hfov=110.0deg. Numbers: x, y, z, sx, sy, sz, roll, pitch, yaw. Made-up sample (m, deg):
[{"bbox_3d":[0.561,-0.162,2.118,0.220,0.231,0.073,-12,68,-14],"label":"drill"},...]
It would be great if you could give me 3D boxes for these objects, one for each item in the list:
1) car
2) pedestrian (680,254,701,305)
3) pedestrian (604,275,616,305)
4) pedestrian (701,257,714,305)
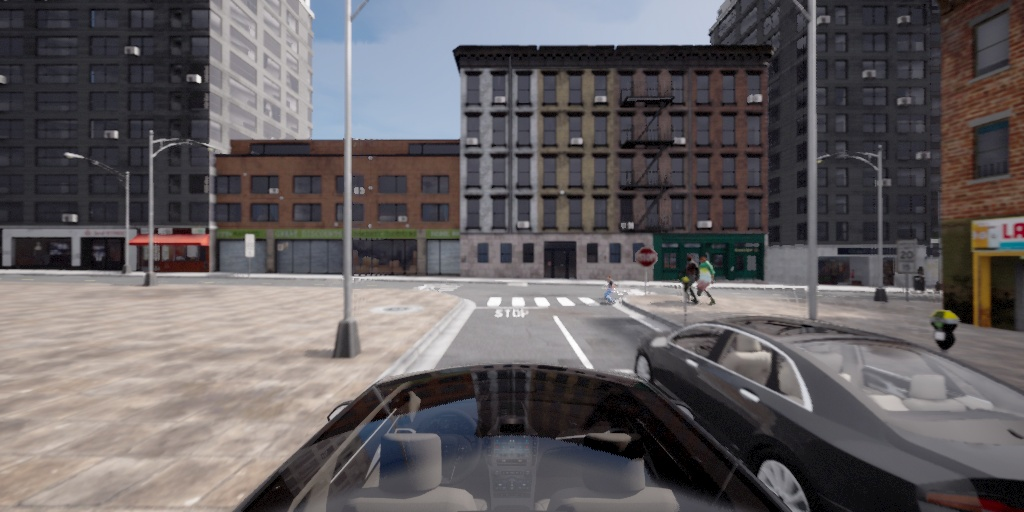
[{"bbox_3d":[2.639,1.291,3.678,2.007,1.370,4.403,0,0,0],"label":"car"},{"bbox_3d":[6.464,0.836,12.995,0.375,1.860,0.375,0,0,0],"label":"pedestrian"},{"bbox_3d":[3.925,1.263,14.194,0.375,1.300,0.375,0,0,0],"label":"pedestrian"},{"bbox_3d":[7.276,0.890,13.595,0.375,1.860,0.375,0,0,0],"label":"pedestrian"}]
